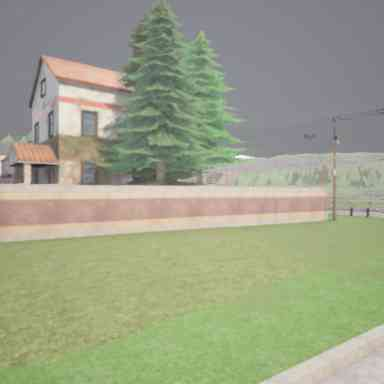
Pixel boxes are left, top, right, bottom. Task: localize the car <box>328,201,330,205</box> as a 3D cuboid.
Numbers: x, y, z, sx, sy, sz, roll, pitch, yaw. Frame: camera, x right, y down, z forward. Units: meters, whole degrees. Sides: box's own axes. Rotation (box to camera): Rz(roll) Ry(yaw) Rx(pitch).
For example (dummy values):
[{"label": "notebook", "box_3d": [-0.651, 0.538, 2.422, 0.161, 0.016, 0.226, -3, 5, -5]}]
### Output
[{"label": "car", "box_3d": [18.988, 1.508, 51.725, 1.837, 1.490, 4.892, 0, 0, -36]}]
